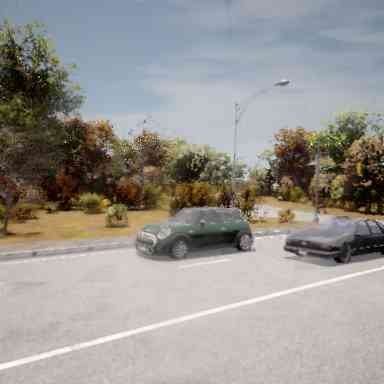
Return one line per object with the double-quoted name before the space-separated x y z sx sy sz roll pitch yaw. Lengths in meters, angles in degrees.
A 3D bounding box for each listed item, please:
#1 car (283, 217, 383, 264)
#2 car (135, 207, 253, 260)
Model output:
"car" 5.789 1.656 12.381 5.357 1.411 2.033 1 -1 -35
"car" 0.162 1.389 12.687 4.553 1.767 2.097 1 0 -35
